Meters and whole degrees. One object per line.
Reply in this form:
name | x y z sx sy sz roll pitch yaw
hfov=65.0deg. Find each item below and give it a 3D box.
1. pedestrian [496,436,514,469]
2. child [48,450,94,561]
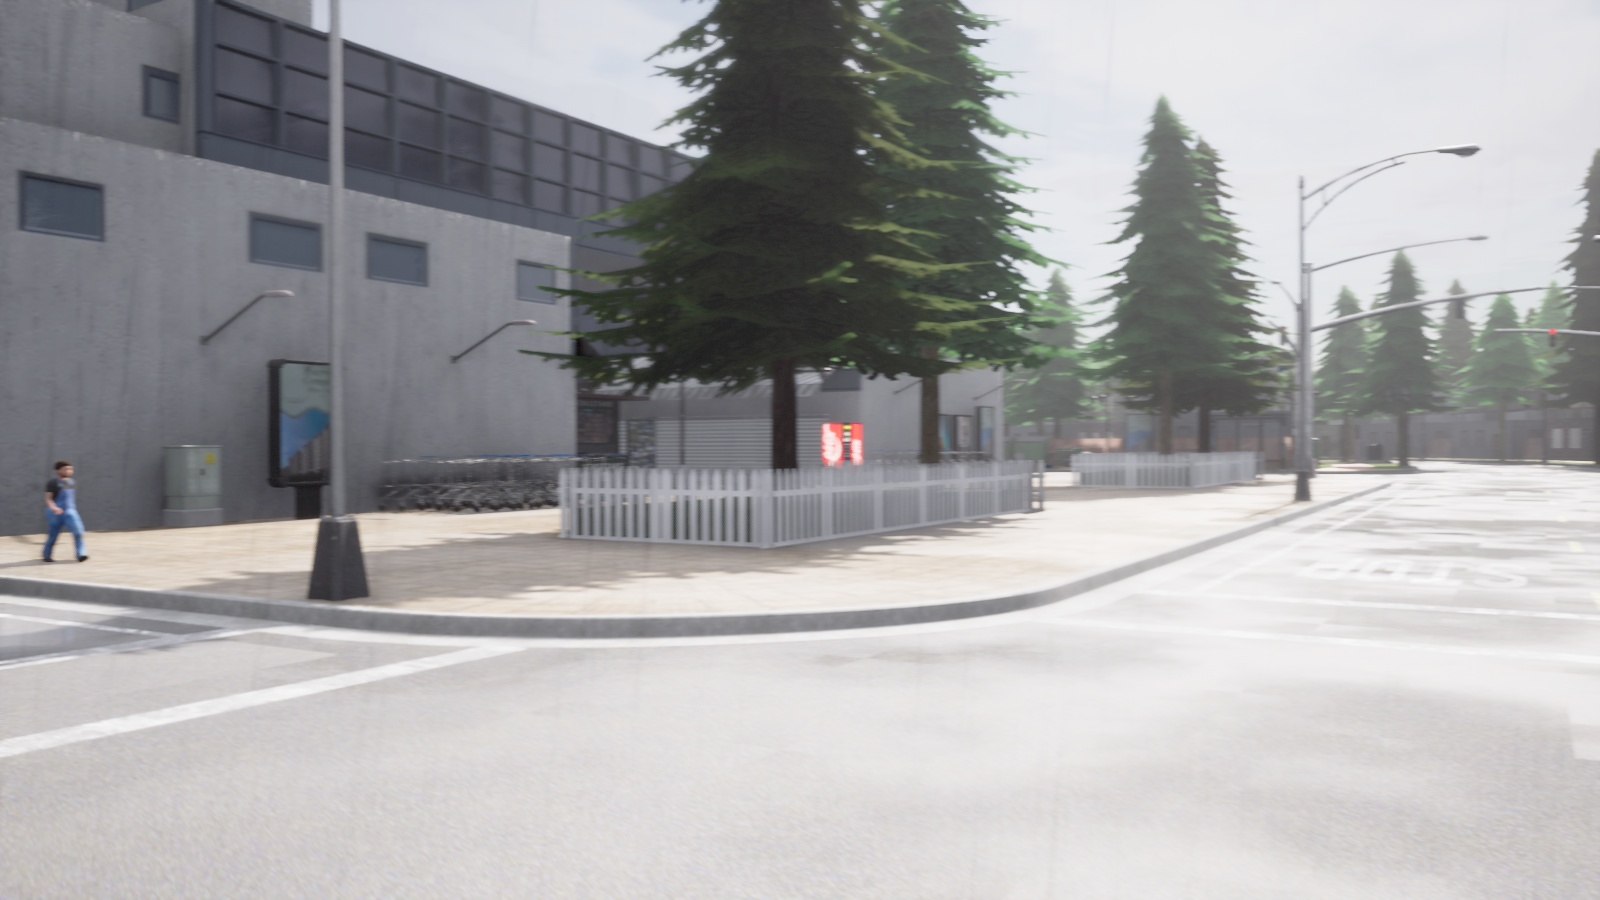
pedestrian | -16.794 0.121 71.508 0.849 1.883 0.563 0 0 41
child | -8.422 0.630 14.512 0.437 1.263 0.270 0 0 28
